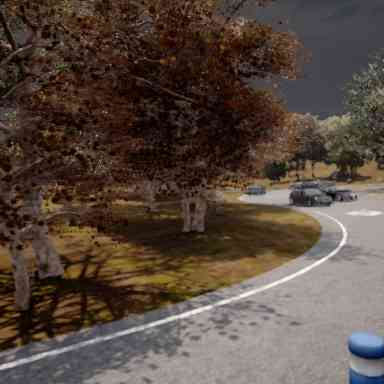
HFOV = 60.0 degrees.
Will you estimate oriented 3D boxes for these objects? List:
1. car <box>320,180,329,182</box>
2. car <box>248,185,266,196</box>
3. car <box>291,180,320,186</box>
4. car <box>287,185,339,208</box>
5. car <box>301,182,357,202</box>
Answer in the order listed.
[{"bbox_3d":[23.186,-1.517,60.419,4.718,1.301,1.895,-4,2,-15],"label":"car"},{"bbox_3d":[9.310,-0.273,47.769,1.837,1.490,4.892,-4,2,23],"label":"car"},{"bbox_3d":[17.892,-0.985,54.220,5.357,1.411,2.033,-5,3,-35],"label":"car"},{"bbox_3d":[9.946,0.451,28.242,1.837,1.490,4.892,-3,2,-10],"label":"car"},{"bbox_3d":[13.187,0.130,31.521,2.128,1.511,4.902,-4,3,-26],"label":"car"}]
